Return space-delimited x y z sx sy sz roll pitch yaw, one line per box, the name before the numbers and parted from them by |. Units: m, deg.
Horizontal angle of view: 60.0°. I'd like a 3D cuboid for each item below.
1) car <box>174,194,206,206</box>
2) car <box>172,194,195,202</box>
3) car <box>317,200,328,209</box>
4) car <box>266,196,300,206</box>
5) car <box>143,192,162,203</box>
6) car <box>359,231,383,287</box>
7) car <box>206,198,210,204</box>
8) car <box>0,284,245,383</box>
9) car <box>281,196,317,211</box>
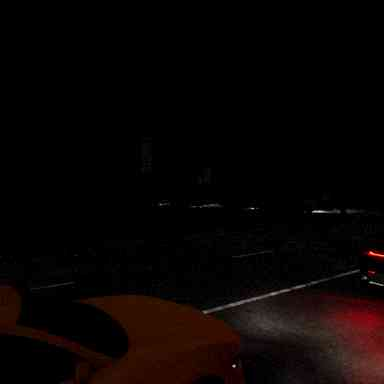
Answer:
car | -0.555 1.307 50.976 1.837 1.490 4.892 -1 0 -39
car | -1.839 1.210 69.676 2.128 1.511 4.902 -1 0 -39
car | 13.418 1.241 39.150 1.882 1.535 5.008 -1 0 -39
car | 13.731 1.307 50.217 1.895 1.301 4.718 -1 0 -38
car | -7.661 1.025 59.905 2.150 2.045 5.566 -1 1 -38
car | 5.924 1.470 7.974 4.892 1.490 1.837 0 0 -35
car | 0.958 1.265 54.688 2.128 1.511 4.902 -1 0 -39
car | -1.789 1.478 2.453 5.008 1.535 1.882 0 0 -36
car | 11.008 1.357 36.563 1.994 1.385 4.181 -1 0 -39
